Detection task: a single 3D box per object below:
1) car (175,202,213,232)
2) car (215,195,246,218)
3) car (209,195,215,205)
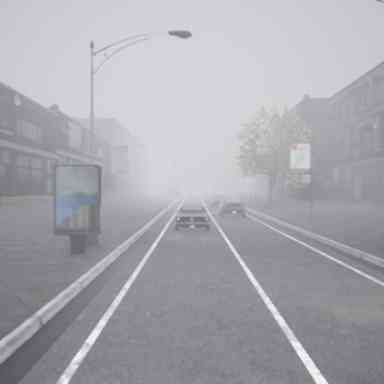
[{"bbox_3d":[0.027,1.391,18.706,1.895,1.301,4.718,0,1,0],"label":"car"},{"bbox_3d":[3.078,1.184,26.296,1.837,1.490,4.892,0,0,1],"label":"car"},{"bbox_3d":[3.073,0.999,38.948,2.033,1.411,5.357,0,1,0],"label":"car"}]
